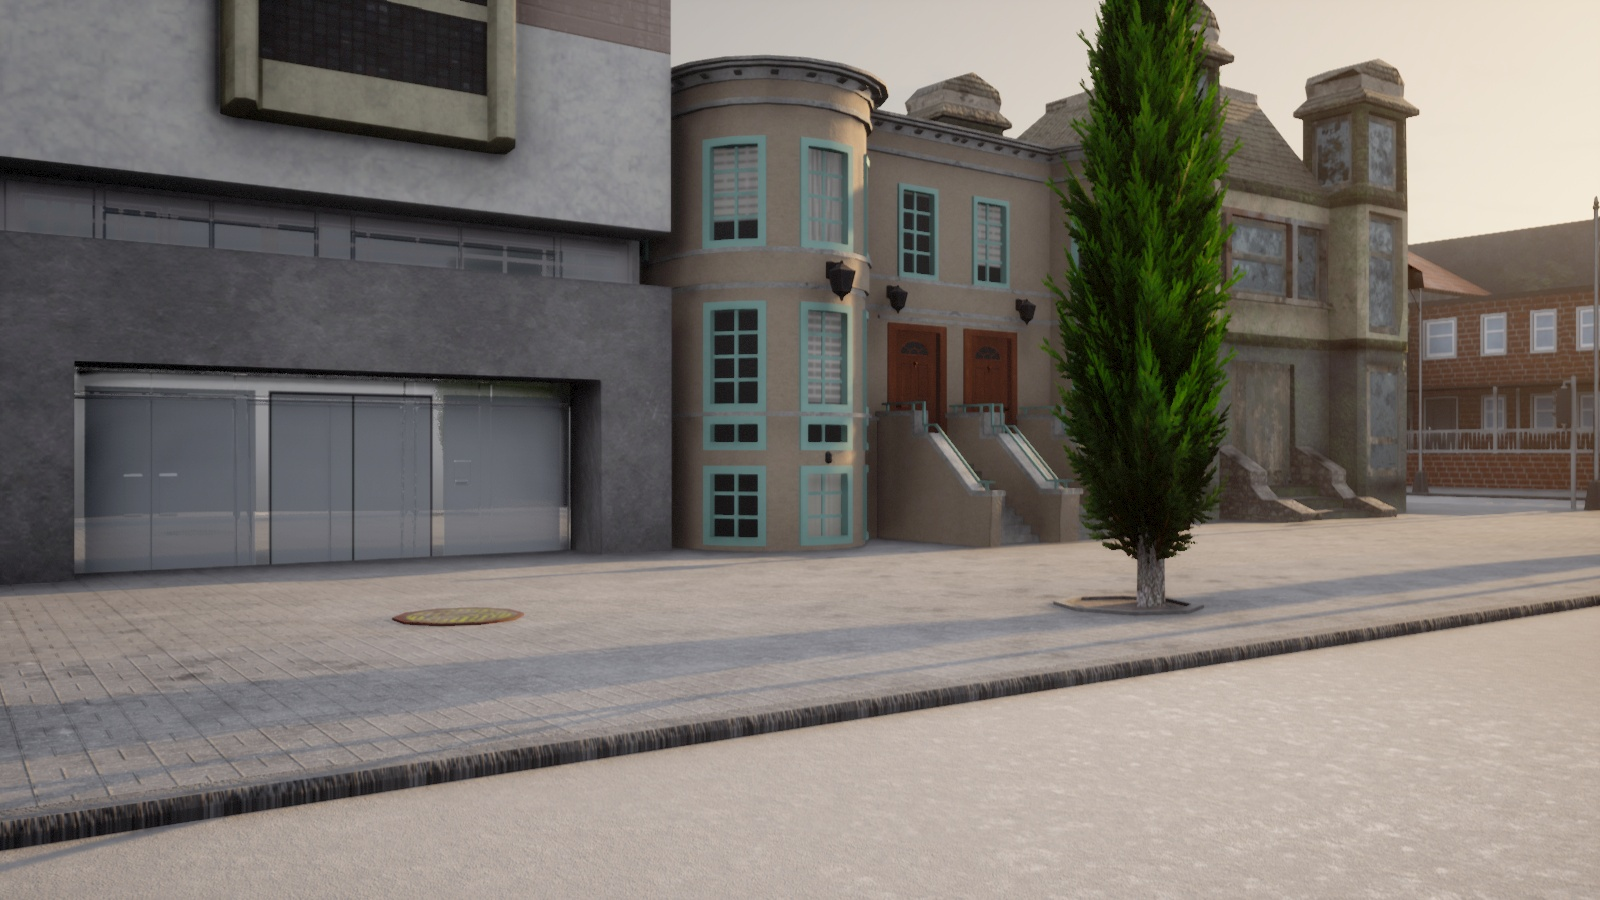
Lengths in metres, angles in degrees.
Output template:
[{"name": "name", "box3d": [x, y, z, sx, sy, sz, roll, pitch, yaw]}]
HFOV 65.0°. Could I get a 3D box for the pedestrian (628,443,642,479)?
[{"name": "pedestrian", "box3d": [-8.494, 0.570, 64.771, 0.328, 1.805, 0.869, 0, 0, -36]}]
